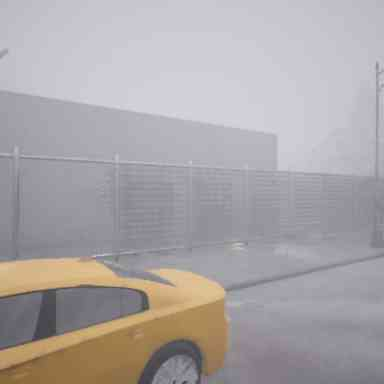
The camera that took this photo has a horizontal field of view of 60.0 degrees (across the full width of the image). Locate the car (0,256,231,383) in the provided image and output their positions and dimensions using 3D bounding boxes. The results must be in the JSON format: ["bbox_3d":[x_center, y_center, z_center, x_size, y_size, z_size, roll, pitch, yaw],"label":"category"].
[{"bbox_3d":[-1.879,1.479,3.245,5.008,1.535,1.882,1,0,-35],"label":"car"}]
